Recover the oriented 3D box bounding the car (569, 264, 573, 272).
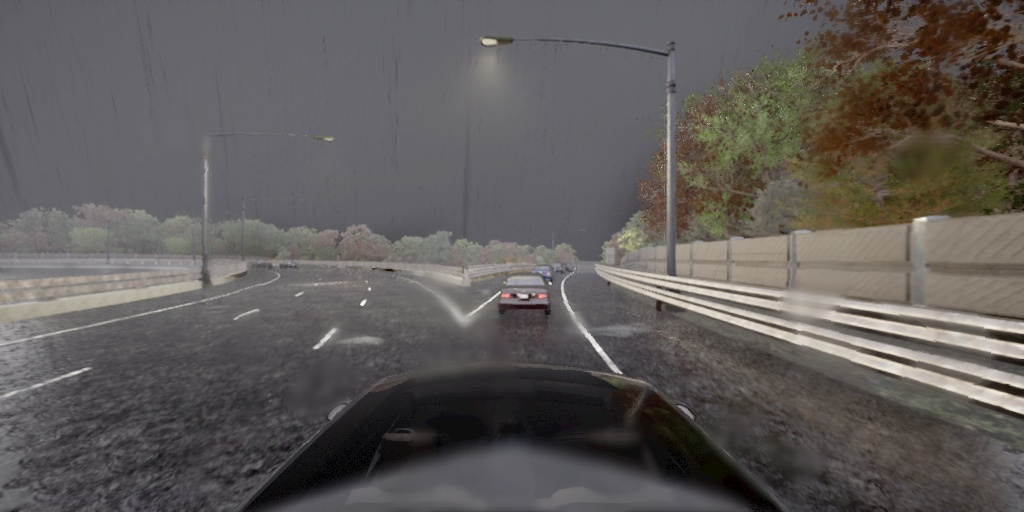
[{"bbox_3d":[8.390,1.877,57.665,1.837,1.490,4.892,0,-2,12],"label":"car"}]

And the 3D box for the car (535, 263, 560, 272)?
[{"bbox_3d":[2.678,1.429,30.207,2.033,1.411,5.357,0,0,10],"label":"car"}]

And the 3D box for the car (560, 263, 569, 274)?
[{"bbox_3d":[5.651,1.545,45.144,2.033,1.411,5.357,0,-1,12],"label":"car"}]

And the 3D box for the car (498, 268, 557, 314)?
[{"bbox_3d":[0.578,1.354,14.007,2.033,1.411,5.357,0,0,4],"label":"car"}]
